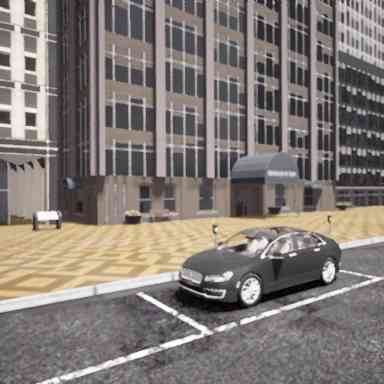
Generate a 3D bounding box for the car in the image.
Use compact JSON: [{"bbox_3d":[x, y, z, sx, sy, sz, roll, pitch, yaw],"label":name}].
[{"bbox_3d":[1.743,1.522,7.776,4.403,1.369,2.008,0,0,-35],"label":"car"}]
